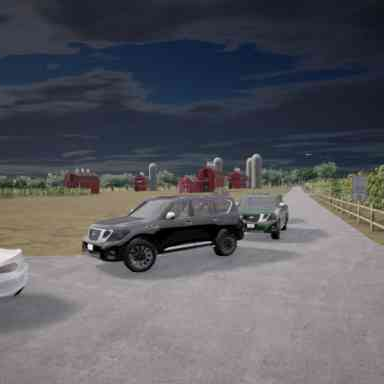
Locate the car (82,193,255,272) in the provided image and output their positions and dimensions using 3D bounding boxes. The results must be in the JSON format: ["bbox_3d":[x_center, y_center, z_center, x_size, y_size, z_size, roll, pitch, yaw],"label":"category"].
[{"bbox_3d":[-0.674,1.142,10.940,5.566,2.045,2.150,-1,1,-39],"label":"car"}]

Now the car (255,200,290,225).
[{"bbox_3d":[5.636,1.349,22.955,1.994,1.385,4.181,0,0,18],"label":"car"}]

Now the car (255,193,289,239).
[{"bbox_3d":[3.503,1.069,16.797,2.150,2.045,5.566,0,0,21],"label":"car"}]

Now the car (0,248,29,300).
[{"bbox_3d":[-5.605,1.616,6.099,4.674,1.442,1.812,-2,1,-20],"label":"car"}]
